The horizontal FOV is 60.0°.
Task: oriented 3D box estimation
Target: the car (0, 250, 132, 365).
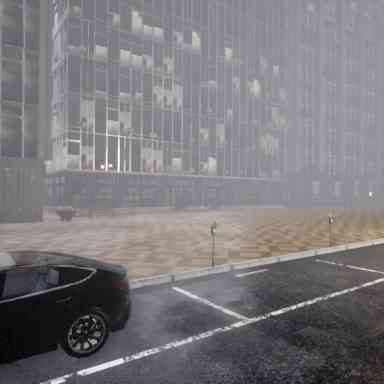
[{"bbox_3d":[-2.926,1.566,4.466,4.313,1.339,1.947,0,1,-35],"label":"car"}]
